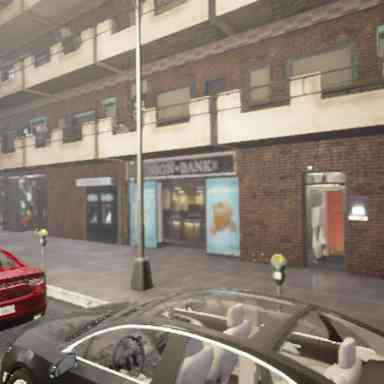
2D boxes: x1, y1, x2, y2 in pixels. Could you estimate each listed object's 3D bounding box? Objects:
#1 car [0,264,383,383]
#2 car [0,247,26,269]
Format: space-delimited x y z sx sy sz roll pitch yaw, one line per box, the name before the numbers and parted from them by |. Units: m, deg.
car | 0.057 1.558 2.846 4.403 1.369 2.008 0 -1 36
car | -4.476 1.577 6.078 4.507 1.381 1.887 0 -1 36
